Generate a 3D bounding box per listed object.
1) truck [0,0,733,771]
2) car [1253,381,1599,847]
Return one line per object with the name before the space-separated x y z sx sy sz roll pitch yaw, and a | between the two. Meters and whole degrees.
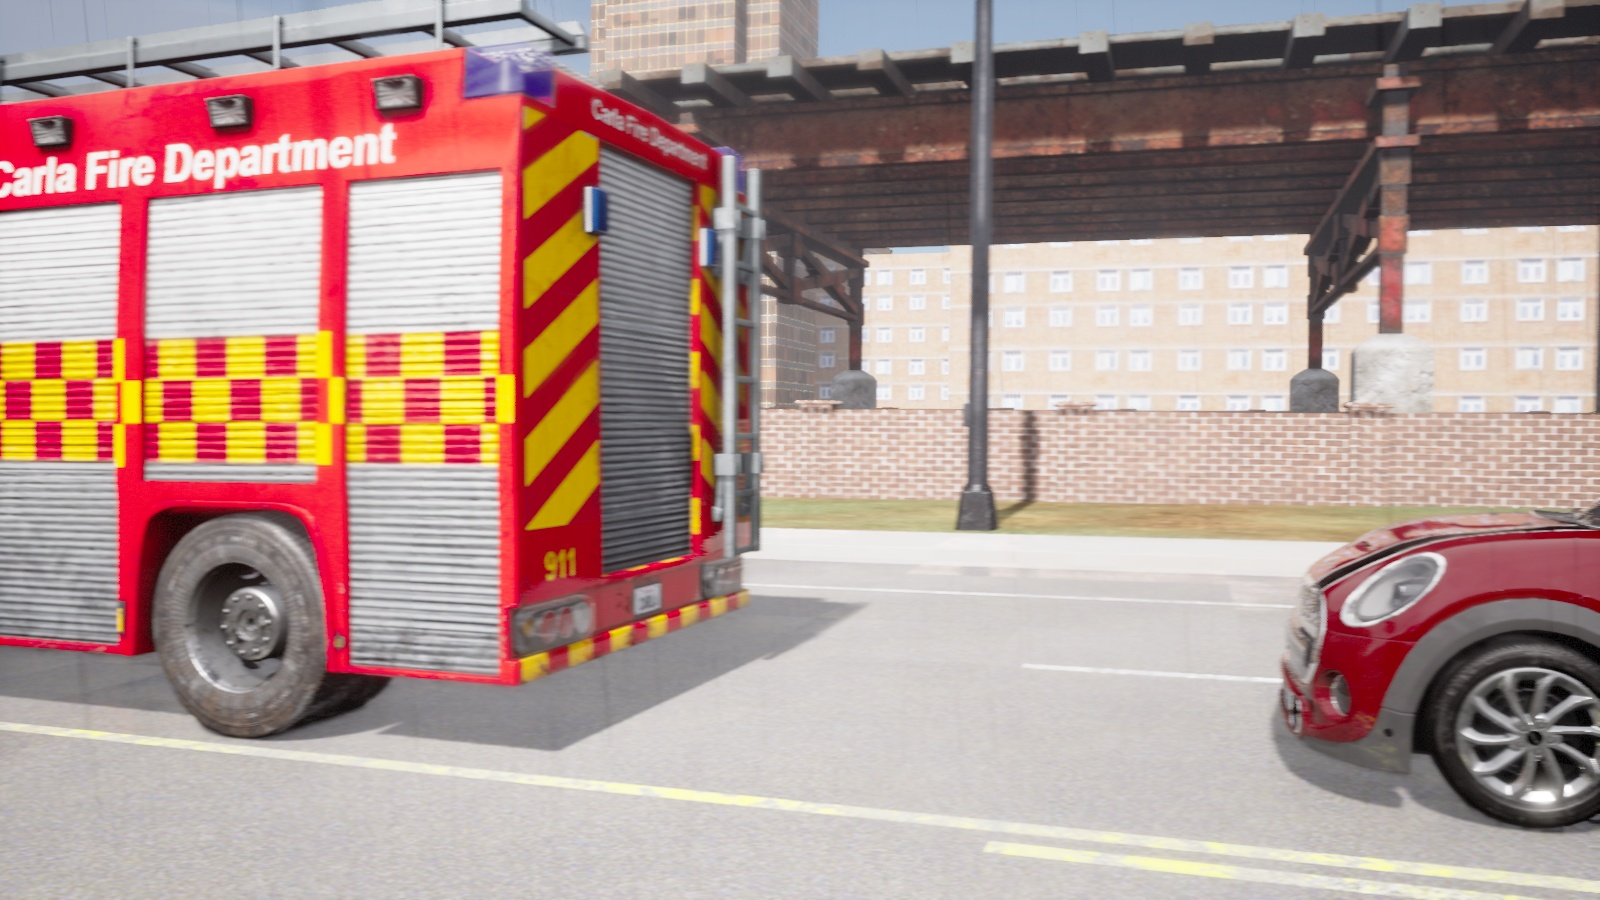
truck | -4.934 -0.519 8.495 8.468 3.827 2.891 1 1 20
car | 4.405 0.618 5.401 4.553 1.767 2.097 1 1 19
